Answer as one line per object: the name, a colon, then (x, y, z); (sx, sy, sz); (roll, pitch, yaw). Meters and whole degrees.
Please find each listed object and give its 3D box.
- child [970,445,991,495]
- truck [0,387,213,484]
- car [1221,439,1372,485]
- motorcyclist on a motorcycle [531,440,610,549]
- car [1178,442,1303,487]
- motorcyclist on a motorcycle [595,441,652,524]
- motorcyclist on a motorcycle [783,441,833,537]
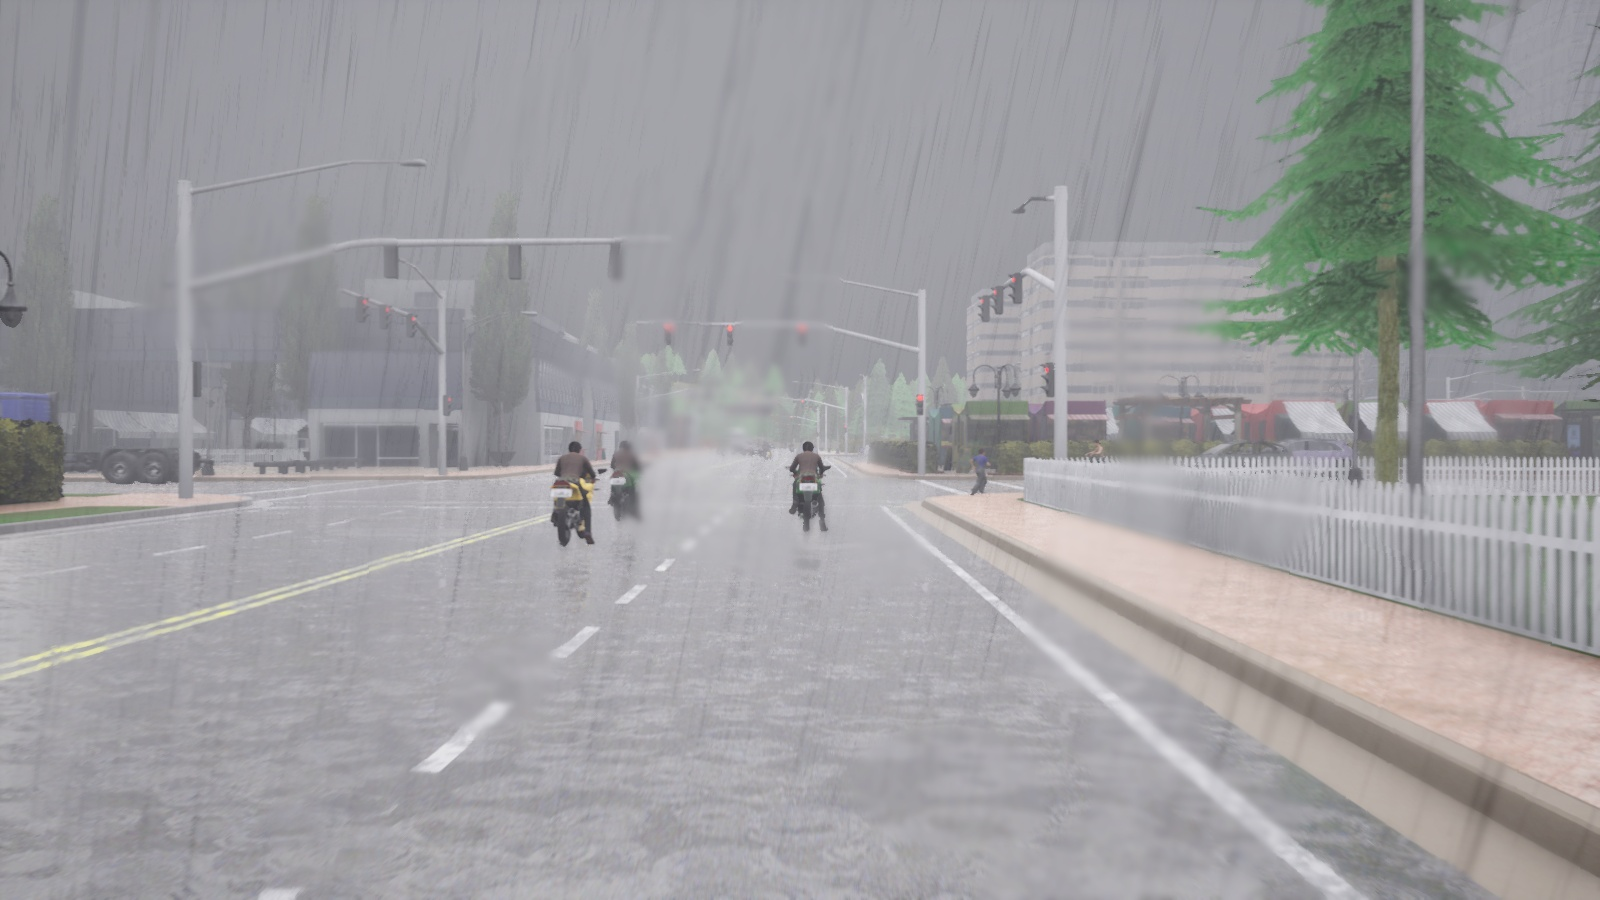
child: (4.591, 0.509, 31.920); (0.437, 1.263, 0.270); (0, 0, -31)
truck: (-26.353, -0.518, 46.412); (7.936, 3.462, 2.891); (0, 0, -7)
car: (18.616, 0.423, 47.220); (4.856, 1.649, 2.033); (-1, 0, -1)
motorcyclist on a motorcycle: (-3.379, 0.621, 18.652); (0.797, 1.523, 2.044); (0, 0, 0)
car: (15.278, 0.491, 43.653); (3.705, 1.549, 1.789); (0, 0, -1)
motorcyclist on a motorcycle: (-3.348, 0.590, 24.040); (0.797, 1.523, 2.044); (0, 0, 0)
motorcyclist on a motorcycle: (0.135, 0.610, 21.019); (0.797, 1.523, 2.044); (0, 0, 0)
